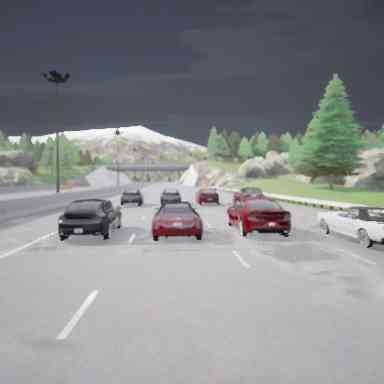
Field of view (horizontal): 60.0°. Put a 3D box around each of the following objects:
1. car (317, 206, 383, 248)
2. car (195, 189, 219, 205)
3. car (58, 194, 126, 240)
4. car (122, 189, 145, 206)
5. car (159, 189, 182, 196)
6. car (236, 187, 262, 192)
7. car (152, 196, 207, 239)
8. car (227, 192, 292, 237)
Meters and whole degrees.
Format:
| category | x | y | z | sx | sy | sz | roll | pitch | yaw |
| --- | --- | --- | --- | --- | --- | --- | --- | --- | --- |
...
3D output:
| category | x | y | z | sx | sy | sz | roll | pitch | yaw |
| --- | --- | --- | --- | --- | --- | --- | --- | --- | --- |
| car | 6.498 | 1.176 | 12.440 | 1.895 | 1.301 | 4.718 | 0 | 2 | -4 |
| car | 1.422 | 0.400 | 32.199 | 1.882 | 1.535 | 5.008 | 0 | 2 | -5 |
| car | -4.156 | 1.035 | 14.085 | 1.837 | 1.490 | 4.892 | 0 | 2 | -4 |
| car | -5.508 | 0.458 | 31.060 | 2.128 | 1.511 | 4.902 | 0 | 2 | -5 |
| car | -1.978 | 0.462 | 30.837 | 2.128 | 1.511 | 4.902 | 0 | 2 | -5 |
| car | 5.105 | 0.341 | 30.095 | 2.097 | 1.767 | 4.553 | 0 | 2 | -5 |
| car | -0.663 | 1.087 | 14.211 | 1.994 | 1.385 | 4.181 | 0 | 2 | -4 |
| car | 2.804 | 0.975 | 14.867 | 1.882 | 1.535 | 5.008 | 0 | 2 | -4 |
